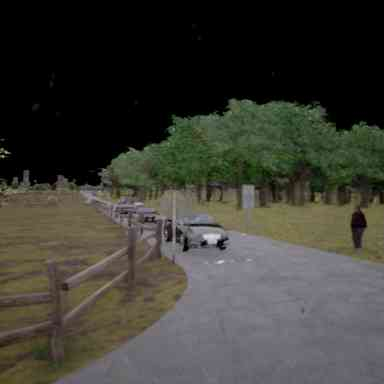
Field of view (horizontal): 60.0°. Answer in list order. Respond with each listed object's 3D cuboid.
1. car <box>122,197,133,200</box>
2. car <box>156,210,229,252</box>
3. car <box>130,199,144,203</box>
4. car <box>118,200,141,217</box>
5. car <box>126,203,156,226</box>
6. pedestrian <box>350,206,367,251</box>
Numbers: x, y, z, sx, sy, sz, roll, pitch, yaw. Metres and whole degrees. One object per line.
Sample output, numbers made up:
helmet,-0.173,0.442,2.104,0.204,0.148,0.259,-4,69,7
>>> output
car,-11.430,1.941,58.597,2.150,2.045,5.566,1,-1,-19
car,0.050,1.619,14.676,2.128,1.511,4.902,1,-1,-17
car,-7.380,2.105,46.427,1.812,1.442,4.674,1,-1,-18
car,-7.383,1.972,37.152,2.033,1.411,5.357,1,-1,-18
car,-3.645,1.840,25.905,1.994,1.385,4.181,1,-1,-19
pedestrian,6.761,1.444,13.587,0.375,1.860,0.375,1,-1,-18
